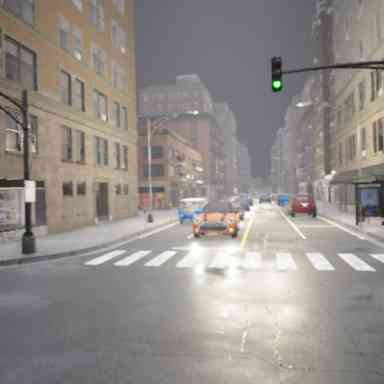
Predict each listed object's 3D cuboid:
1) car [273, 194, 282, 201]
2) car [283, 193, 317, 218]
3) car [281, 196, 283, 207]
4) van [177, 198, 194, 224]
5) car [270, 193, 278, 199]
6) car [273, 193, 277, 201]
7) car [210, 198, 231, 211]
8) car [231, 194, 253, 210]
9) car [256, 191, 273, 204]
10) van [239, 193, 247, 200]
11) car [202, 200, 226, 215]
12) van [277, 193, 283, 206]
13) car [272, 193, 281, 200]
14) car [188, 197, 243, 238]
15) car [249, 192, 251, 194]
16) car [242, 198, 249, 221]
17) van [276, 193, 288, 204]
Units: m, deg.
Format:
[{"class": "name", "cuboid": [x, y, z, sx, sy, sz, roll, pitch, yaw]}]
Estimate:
[{"class": "car", "cuboid": [18.096, 1.145, 70.462, 1.752, 1.417, 4.829, -1, 0, 12]}, {"class": "car", "cuboid": [9.188, 1.118, 27.965, 2.192, 1.841, 5.009, -1, 0, 12]}, {"class": "car", "cuboid": [10.302, 1.331, 33.256, 2.008, 1.369, 4.403, -1, 0, 12]}, {"class": "van", "cuboid": [0.138, 1.355, 24.345, 1.690, 1.788, 3.998, -1, 0, 12]}, {"class": "car", "cuboid": [22.531, 1.054, 91.627, 1.752, 1.417, 4.829, -1, 0, 12]}, {"class": "car", "cuboid": [13.622, 1.027, 49.131, 2.192, 1.841, 5.009, -1, 0, 12]}, {"class": "car", "cuboid": [3.488, 1.490, 40.215, 1.887, 1.381, 4.507, -1, 0, 12]}, {"class": "car", "cuboid": [5.500, 1.374, 37.088, 1.882, 1.535, 5.008, -1, 0, 13]}, {"class": "car", "cuboid": [12.585, 1.094, 57.228, 2.097, 1.767, 4.553, -1, 0, 12]}, {"class": "van", "cuboid": [13.516, 1.080, 87.825, 1.690, 1.788, 3.998, -1, 0, 12]}, {"class": "car", "cuboid": [2.373, 1.534, 34.925, 1.947, 1.339, 4.313, -1, 0, 12]}, {"class": "van", "cuboid": [12.514, 1.076, 43.839, 1.690, 1.788, 3.998, -1, 0, 12]}, {"class": "car", "cuboid": [19.168, 1.038, 75.587, 1.967, 1.590, 4.097, -1, 0, 12]}, {"class": "car", "cuboid": [1.374, 1.332, 17.558, 2.097, 1.767, 4.553, -1, 0, 10]}, {"class": "car", "cuboid": [14.636, 1.267, 93.115, 2.008, 1.369, 4.403, -1, 0, 12]}, {"class": "car", "cuboid": [3.337, 1.488, 26.987, 2.033, 1.411, 5.357, -1, 0, 10]}, {"class": "van", "cuboid": [14.731, 1.030, 54.422, 1.690, 1.788, 3.998, -1, 0, 12]}]
